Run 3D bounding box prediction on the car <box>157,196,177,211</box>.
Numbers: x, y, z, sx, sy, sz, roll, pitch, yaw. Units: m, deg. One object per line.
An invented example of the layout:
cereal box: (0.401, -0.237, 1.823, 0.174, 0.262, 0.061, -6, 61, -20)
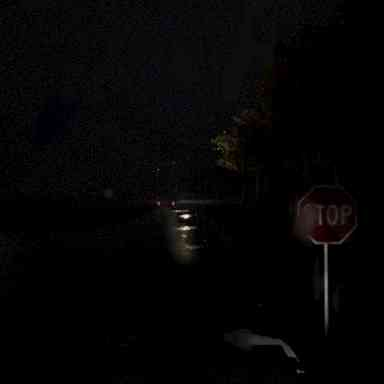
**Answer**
car: (-2.821, 1.237, 38.414, 2.097, 1.767, 4.553, 0, 0, 0)
